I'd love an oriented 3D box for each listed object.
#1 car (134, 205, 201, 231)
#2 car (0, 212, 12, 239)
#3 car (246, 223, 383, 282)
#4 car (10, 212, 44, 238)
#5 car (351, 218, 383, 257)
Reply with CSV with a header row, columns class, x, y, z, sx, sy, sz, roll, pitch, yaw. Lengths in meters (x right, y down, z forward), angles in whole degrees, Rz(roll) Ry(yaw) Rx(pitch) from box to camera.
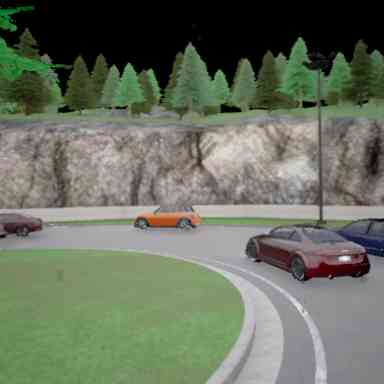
class,x,y,z,sx,sy,sz,roll,pitch,yaw
car,-1.729,1.676,22.952,4.553,1.767,2.097,-1,-1,18
car,-11.571,1.870,15.290,5.357,1.411,2.033,0,-1,-35
car,3.284,1.671,10.250,1.994,1.385,4.181,0,-1,-15
car,-11.071,1.894,19.147,4.674,1.442,1.812,0,-1,-20
car,6.744,1.642,11.928,2.033,1.411,5.357,0,-1,-23
